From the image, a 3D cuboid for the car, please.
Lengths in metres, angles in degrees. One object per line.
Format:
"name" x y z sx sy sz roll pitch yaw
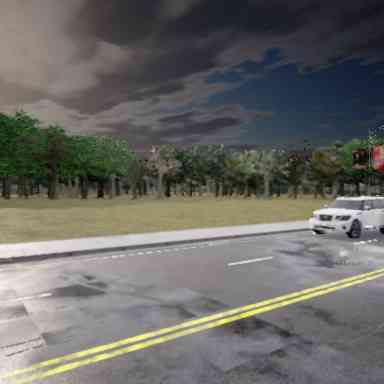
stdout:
"car" 8.727 1.266 17.897 5.566 2.045 2.150 1 0 -35
